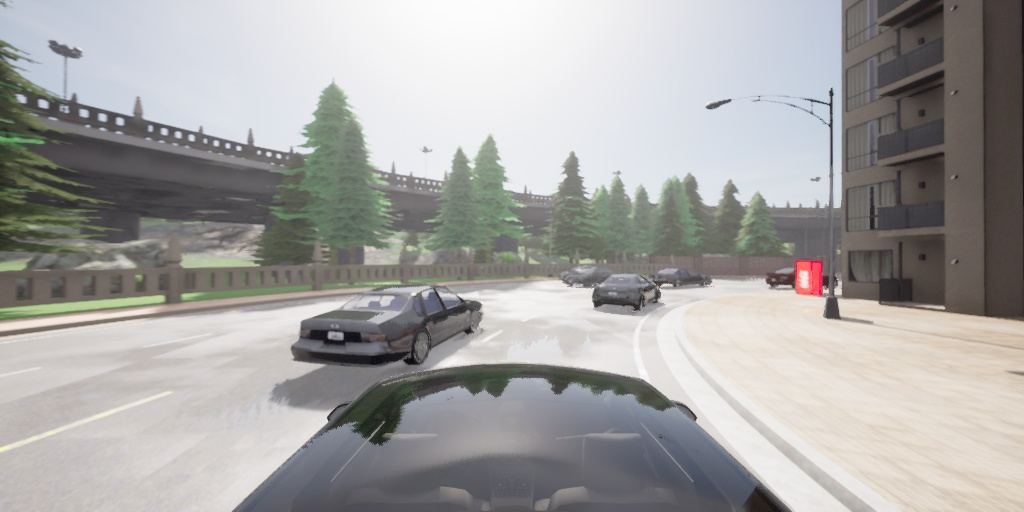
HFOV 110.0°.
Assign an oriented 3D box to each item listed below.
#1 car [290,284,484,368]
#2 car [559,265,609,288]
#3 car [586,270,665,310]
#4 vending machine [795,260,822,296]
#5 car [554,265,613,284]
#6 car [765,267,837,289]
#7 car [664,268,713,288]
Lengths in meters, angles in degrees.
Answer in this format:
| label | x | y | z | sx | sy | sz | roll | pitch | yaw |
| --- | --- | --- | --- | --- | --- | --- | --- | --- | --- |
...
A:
| label | x | y | z | sx | sy | sz | roll | pitch | yaw |
| --- | --- | --- | --- | --- | --- | --- | --- | --- | --- |
| car | -2.238 | 1.342 | 8.156 | 2.033 | 1.411 | 5.357 | 0 | -1 | 13 |
| car | 6.008 | 1.541 | 26.838 | 4.674 | 1.442 | 1.812 | 1 | -1 | -37 |
| car | 5.097 | 1.473 | 15.782 | 1.994 | 1.385 | 4.181 | 0 | -1 | 34 |
| vending machine | 16.228 | 1.210 | 19.618 | 0.880 | 2.100 | 1.100 | 0 | 0 | -28 |
| car | 6.272 | 1.548 | 31.246 | 4.902 | 1.511 | 2.128 | 1 | -1 | -32 |
| car | 21.045 | 1.581 | 26.084 | 5.008 | 1.535 | 1.882 | 1 | -1 | -13 |
| car | 12.647 | 1.605 | 26.946 | 5.357 | 1.411 | 2.033 | 1 | -1 | -27 |
